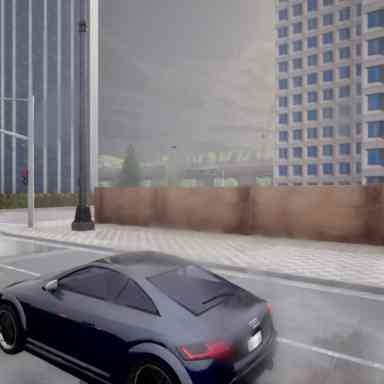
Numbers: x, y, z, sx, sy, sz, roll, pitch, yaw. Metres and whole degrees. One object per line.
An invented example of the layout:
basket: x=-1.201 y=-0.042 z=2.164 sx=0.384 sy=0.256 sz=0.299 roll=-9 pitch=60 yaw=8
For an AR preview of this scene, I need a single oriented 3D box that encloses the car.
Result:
car: x=-0.977 y=1.564 z=4.700 sx=4.181 sy=1.385 sz=1.994 roll=0 pitch=0 yaw=35
